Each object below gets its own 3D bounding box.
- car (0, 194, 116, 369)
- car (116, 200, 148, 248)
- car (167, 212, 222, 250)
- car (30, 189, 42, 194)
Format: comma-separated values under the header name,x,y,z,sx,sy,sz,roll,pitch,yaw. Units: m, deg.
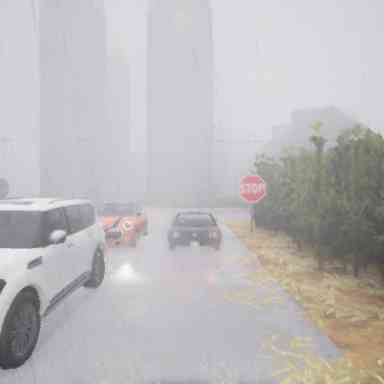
name,x,y,z,sx,sy,sz,roll,pitch,yaw
car,-3.177,1.153,6.009,2.150,2.045,5.566,0,0,0
car,-3.106,1.175,13.820,2.097,1.767,4.553,0,1,0
car,0.093,1.431,13.336,1.895,1.301,4.718,0,1,0
car,-37.274,0.201,81.124,3.866,1.878,1.905,0,1,0
